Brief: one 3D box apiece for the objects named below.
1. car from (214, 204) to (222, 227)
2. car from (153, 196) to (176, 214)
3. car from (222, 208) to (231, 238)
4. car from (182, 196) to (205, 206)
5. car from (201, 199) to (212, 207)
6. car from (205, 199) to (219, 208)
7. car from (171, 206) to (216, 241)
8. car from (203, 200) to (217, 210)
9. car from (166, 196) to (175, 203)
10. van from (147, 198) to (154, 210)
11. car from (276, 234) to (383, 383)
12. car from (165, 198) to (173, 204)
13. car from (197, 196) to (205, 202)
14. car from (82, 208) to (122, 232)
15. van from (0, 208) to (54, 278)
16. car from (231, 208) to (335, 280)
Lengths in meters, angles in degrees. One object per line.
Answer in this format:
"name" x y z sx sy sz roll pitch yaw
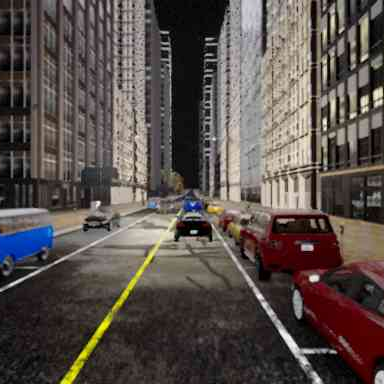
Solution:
"car" 2.669 1.715 21.509 1.887 1.381 4.507 0 0 0
"car" -3.032 1.660 39.456 2.097 1.767 4.553 0 0 0
"car" 2.673 1.653 15.981 1.752 1.417 4.829 0 0 0
"car" 0.069 1.518 38.052 2.150 2.045 5.566 0 0 0
"car" 2.637 2.026 61.397 1.947 1.339 4.313 0 0 0
"car" 2.656 1.826 38.775 1.752 1.417 4.829 0 0 0
"car" 0.077 1.665 17.416 1.812 1.442 4.674 0 0 0
"car" 2.646 1.947 50.001 1.947 1.339 4.313 0 0 0
"car" -5.767 1.963 89.886 2.192 1.841 5.009 0 0 0
"van" -5.735 1.726 49.999 1.690 1.788 3.998 0 0 0
"car" 2.683 1.580 4.415 1.887 1.381 4.507 0 0 0
"car" -5.762 2.158 84.186 1.887 1.381 4.507 0 0 0
"car" 2.609 1.993 95.588 2.192 1.841 5.009 0 0 0
"car" -5.711 1.725 21.505 2.008 1.369 4.403 0 0 0
"van" -5.704 1.426 10.113 1.690 1.788 3.998 0 0 0
"car" 2.677 1.396 10.116 2.192 1.841 5.009 0 0 0
